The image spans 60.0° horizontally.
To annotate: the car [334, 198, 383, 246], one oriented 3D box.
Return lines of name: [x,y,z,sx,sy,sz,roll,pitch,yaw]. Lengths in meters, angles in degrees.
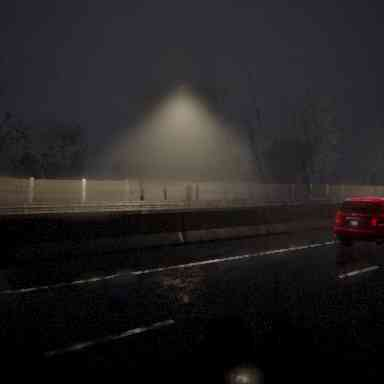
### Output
car: [8.293,1.262,14.085,5.566,2.045,2.150,0,0,-35]
